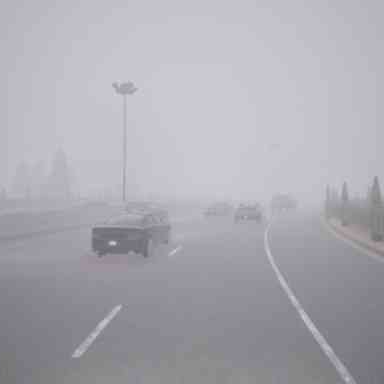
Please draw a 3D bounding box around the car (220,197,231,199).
[{"bbox_3d":[4.623,1.810,56.562,1.895,1.301,4.718,0,-1,36],"label":"car"}]

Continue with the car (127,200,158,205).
[{"bbox_3d":[-3.275,1.383,23.778,2.097,1.767,4.553,0,0,16],"label":"car"}]

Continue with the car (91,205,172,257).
[{"bbox_3d":[-2.136,1.484,13.023,1.882,1.535,5.008,0,0,9],"label":"car"}]

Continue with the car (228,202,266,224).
[{"bbox_3d":[4.509,1.535,25.393,2.128,1.511,4.902,0,0,18],"label":"car"}]

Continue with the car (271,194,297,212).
[{"bbox_3d":[11.267,1.326,40.677,2.150,2.045,5.566,0,-1,29],"label":"car"}]

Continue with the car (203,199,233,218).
[{"bbox_3d":[2.678,1.610,30.844,2.033,1.411,5.357,0,0,22],"label":"car"}]

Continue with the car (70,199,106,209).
[{"bbox_3d":[-12.483,1.574,40.235,1.882,1.535,5.008,0,0,24],"label":"car"}]

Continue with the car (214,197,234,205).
[{"bbox_3d":[6.313,1.753,65.018,1.882,1.535,5.008,0,-1,31],"label":"car"}]
